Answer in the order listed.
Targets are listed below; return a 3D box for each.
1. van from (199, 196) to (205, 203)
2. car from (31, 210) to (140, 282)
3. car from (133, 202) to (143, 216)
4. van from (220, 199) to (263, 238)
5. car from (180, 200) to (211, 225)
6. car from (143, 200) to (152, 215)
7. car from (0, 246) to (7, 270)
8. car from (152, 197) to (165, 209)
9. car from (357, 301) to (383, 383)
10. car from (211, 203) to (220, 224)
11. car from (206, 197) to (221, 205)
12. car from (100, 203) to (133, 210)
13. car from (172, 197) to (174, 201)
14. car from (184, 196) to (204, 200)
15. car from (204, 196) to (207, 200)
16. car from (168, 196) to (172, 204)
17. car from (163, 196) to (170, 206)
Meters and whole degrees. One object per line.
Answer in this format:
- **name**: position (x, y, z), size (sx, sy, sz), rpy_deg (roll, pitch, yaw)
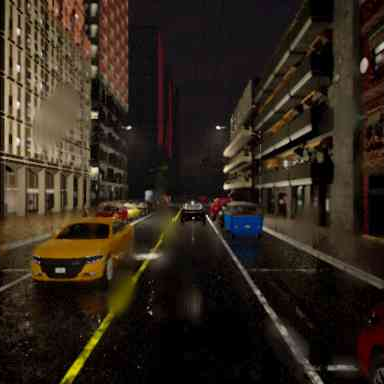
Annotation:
- **van**: position (2.669, 1.914, 90.129), size (1.690, 1.788, 3.998), rpy_deg (0, 0, 0)
- **car**: position (-3.011, 1.538, 10.136), size (1.882, 1.535, 5.008), rpy_deg (0, 0, 0)
- **car**: position (-5.699, 1.700, 28.895), size (1.752, 1.417, 4.829), rpy_deg (0, 0, 0)
- **van**: position (2.684, 1.449, 17.967), size (1.690, 1.788, 3.998), rpy_deg (0, 0, 0)
- **car**: position (0.093, 1.646, 25.733), size (2.128, 1.511, 4.902), rpy_deg (0, 0, 0)
- **car**: position (-5.699, 1.761, 34.616), size (2.008, 1.369, 4.403), rpy_deg (0, 0, 0)
- **car**: position (-5.693, 1.566, 6.692), size (1.752, 1.417, 4.829), rpy_deg (0, 0, 0)
- **car**: position (-5.703, 1.867, 51.268), size (2.008, 1.369, 4.403), rpy_deg (0, 0, 0)
- **car**: position (2.688, 1.324, 1.315), size (2.192, 1.841, 5.009), rpy_deg (0, 0, 0)
- **car**: position (2.684, 1.692, 23.517), size (2.008, 1.369, 4.403), rpy_deg (0, 0, 0)
- **car**: position (2.682, 1.491, 29.069), size (2.192, 1.841, 5.009), rpy_deg (0, 0, 0)
- **car**: position (-5.697, 1.582, 23.515), size (1.967, 1.590, 4.097), rpy_deg (0, 0, 0)
- **car**: position (-5.708, 1.776, 73.473), size (2.192, 1.841, 5.009), rpy_deg (0, 0, 0)
- **car**: position (0.091, 1.492, 43.925), size (2.150, 2.045, 5.566), rpy_deg (0, 0, 0)
- **car**: position (2.671, 1.813, 79.027), size (2.192, 1.841, 5.009), rpy_deg (0, 0, 0)
- **car**: position (-5.707, 1.864, 67.921), size (1.967, 1.590, 4.097), rpy_deg (0, 0, 0)
- **car**: position (-5.705, 1.970, 62.370), size (1.802, 1.307, 4.206), rpy_deg (0, 0, 0)
